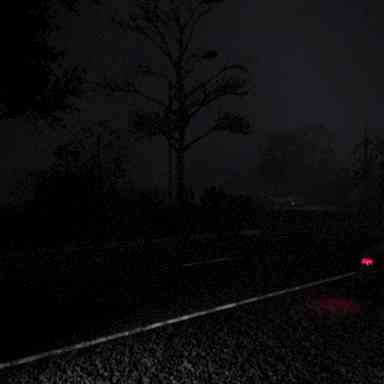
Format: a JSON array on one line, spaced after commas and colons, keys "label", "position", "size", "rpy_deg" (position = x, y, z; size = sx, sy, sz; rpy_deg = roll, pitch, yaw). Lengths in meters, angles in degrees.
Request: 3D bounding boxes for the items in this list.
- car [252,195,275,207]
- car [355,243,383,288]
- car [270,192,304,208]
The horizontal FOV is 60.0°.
[{"label": "car", "position": [9.017, 1.441, 46.146], "size": [1.994, 1.385, 4.181], "rpy_deg": [0, 0, -26]}, {"label": "car", "position": [6.065, 1.503, 7.889], "size": [5.357, 1.411, 2.033], "rpy_deg": [0, 0, -34]}, {"label": "car", "position": [12.892, 1.079, 46.161], "size": [2.150, 2.045, 5.566], "rpy_deg": [0, 0, -27]}]
